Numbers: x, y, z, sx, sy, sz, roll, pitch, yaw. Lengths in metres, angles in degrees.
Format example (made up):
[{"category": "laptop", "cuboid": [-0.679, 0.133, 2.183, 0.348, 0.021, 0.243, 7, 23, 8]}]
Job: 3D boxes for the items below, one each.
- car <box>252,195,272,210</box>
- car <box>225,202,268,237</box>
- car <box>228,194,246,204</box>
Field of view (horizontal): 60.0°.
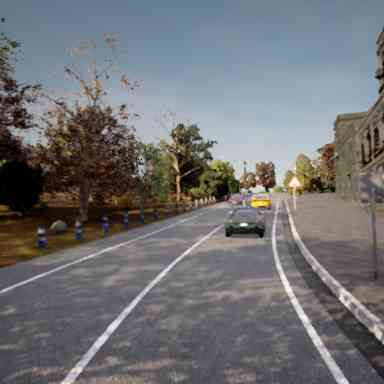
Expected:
[{"category": "car", "cuboid": [7.377, 0.999, 35.156, 1.882, 1.535, 5.008, -1, 1, 15]}, {"category": "car", "cuboid": [2.925, 1.506, 17.905, 1.994, 1.385, 4.181, -1, 1, 13]}, {"category": "car", "cuboid": [5.725, 0.950, 42.081, 1.812, 1.442, 4.674, -1, 1, 16]}]
